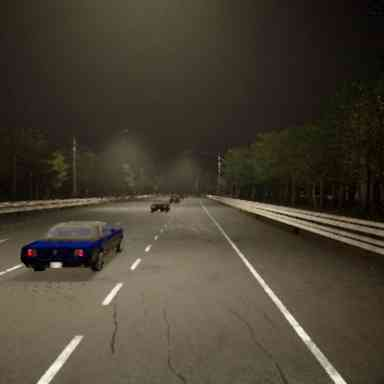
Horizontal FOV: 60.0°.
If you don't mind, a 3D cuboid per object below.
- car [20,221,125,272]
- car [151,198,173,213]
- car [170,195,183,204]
[{"bbox_3d":[-3.504,1.604,10.816,1.895,1.301,4.718,0,0,0],"label":"car"},{"bbox_3d":[-3.499,1.632,37.805,1.895,1.301,4.718,0,0,0],"label":"car"},{"bbox_3d":[-3.411,1.422,66.959,2.097,1.767,4.553,0,0,0],"label":"car"}]
